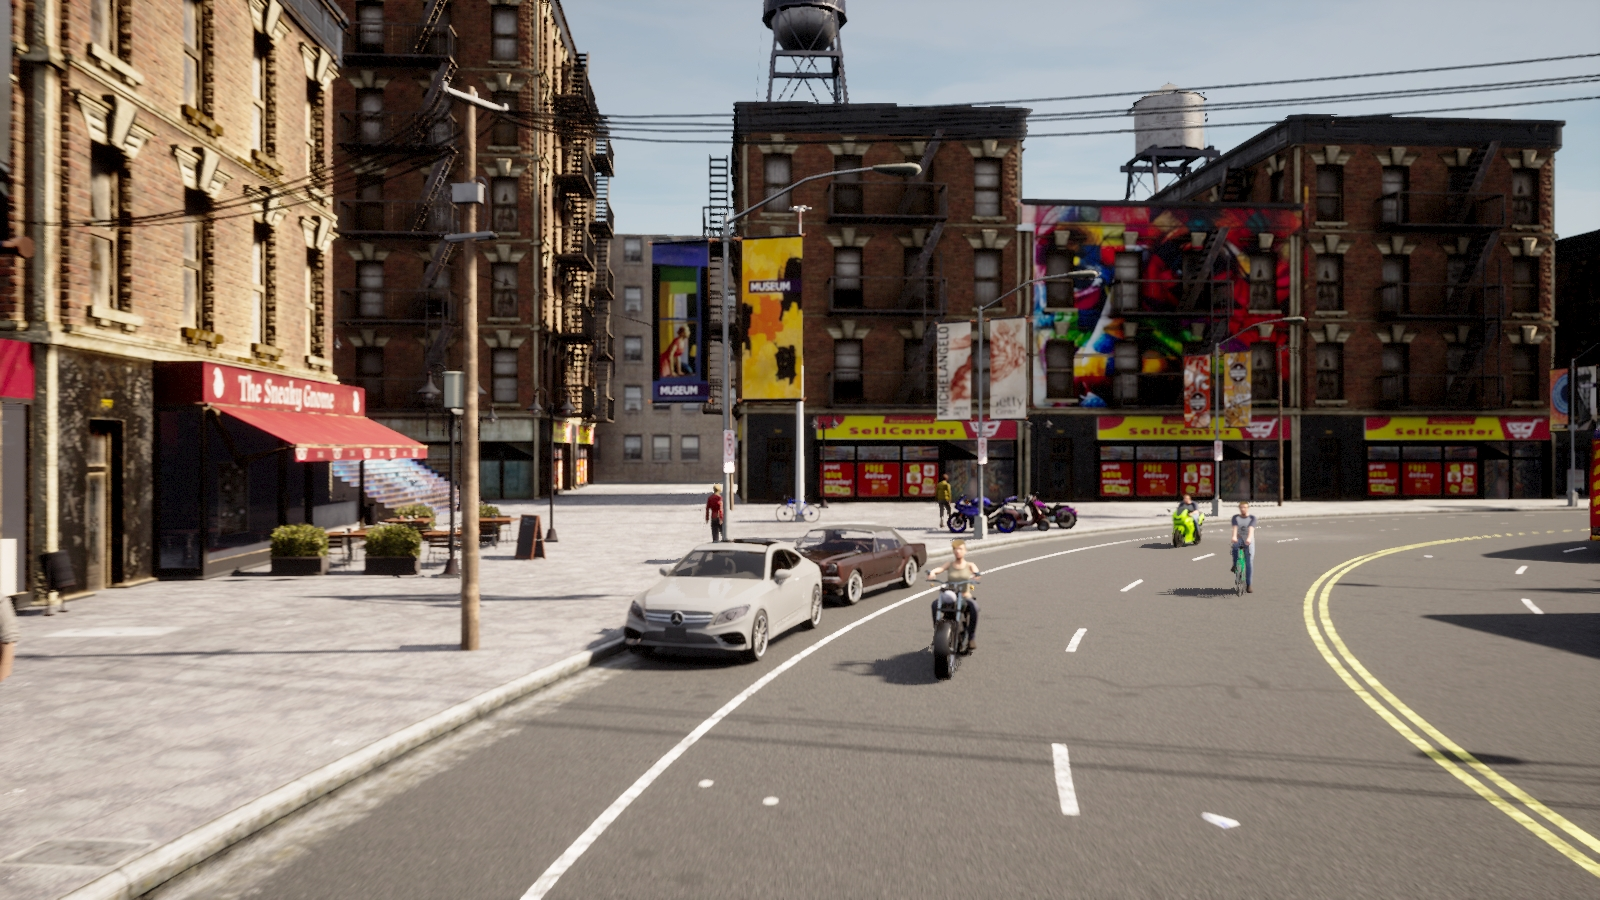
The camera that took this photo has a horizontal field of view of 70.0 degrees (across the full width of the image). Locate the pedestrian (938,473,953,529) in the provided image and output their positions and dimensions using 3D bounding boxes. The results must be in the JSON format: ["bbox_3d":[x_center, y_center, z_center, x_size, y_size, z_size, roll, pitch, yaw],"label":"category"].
[{"bbox_3d":[4.836,1.698,38.042,0.375,1.860,0.375,0,0,33],"label":"pedestrian"}]

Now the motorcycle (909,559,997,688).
[{"bbox_3d":[2.010,2.170,14.760,0.764,1.277,2.356,0,0,17],"label":"motorcycle"}]

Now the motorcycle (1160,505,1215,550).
[{"bbox_3d":[11.196,2.215,33.005,0.803,1.145,2.033,2,1,40],"label":"motorcycle"}]

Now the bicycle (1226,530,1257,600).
[{"bbox_3d":[8.570,2.208,22.169,0.373,1.196,1.643,1,1,27],"label":"bicycle"}]

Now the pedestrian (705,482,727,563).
[{"bbox_3d":[-1.972,1.699,26.885,0.375,1.860,0.375,0,0,30],"label":"pedestrian"}]

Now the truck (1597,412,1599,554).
[{"bbox_3d":[25.679,0.895,32.425,8.468,3.827,2.891,0,0,-40],"label":"truck"}]
